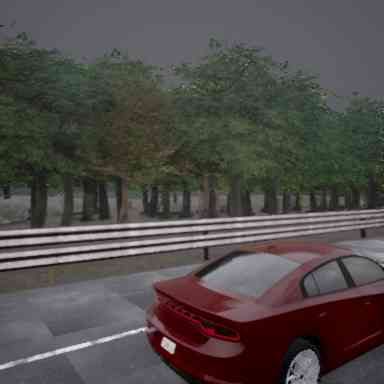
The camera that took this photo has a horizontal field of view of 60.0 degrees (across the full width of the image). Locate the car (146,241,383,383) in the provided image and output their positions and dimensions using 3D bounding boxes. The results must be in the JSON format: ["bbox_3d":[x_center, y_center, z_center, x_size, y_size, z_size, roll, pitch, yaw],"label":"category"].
[{"bbox_3d":[1.761,1.490,5.000,5.008,1.535,1.882,0,0,-35],"label":"car"}]
